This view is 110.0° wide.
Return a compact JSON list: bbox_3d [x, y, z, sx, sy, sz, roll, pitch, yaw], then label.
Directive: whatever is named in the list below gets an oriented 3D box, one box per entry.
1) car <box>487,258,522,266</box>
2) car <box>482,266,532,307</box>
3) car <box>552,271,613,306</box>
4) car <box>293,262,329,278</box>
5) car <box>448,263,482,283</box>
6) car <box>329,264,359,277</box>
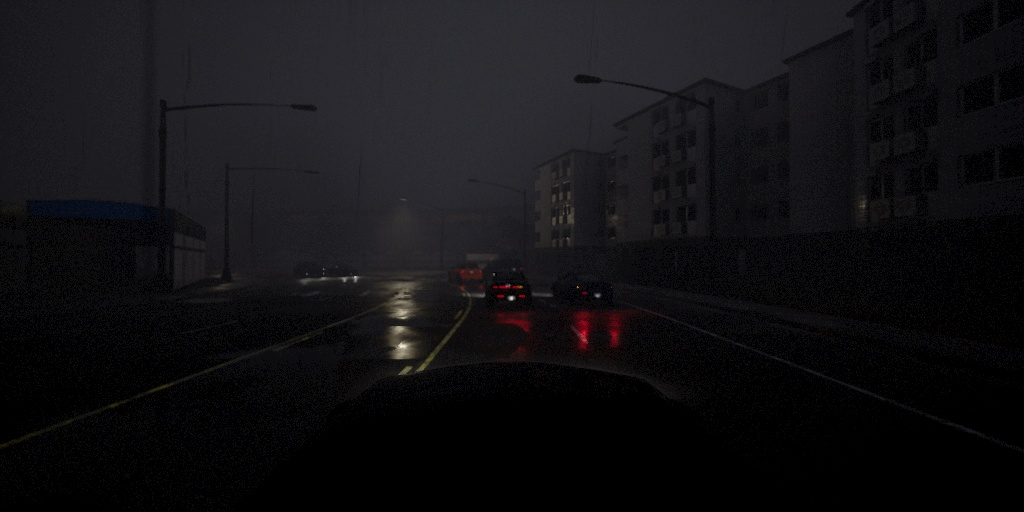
[{"bbox_3d":[-0.865,1.238,32.386,2.150,2.045,5.566,0,0,-23],"label":"car"},{"bbox_3d":[-0.275,1.387,16.310,1.837,1.490,4.892,0,0,-6],"label":"car"},{"bbox_3d":[3.197,1.409,16.723,1.812,1.442,4.674,0,0,-6],"label":"car"},{"bbox_3d":[-22.191,1.430,39.201,4.553,1.767,2.097,0,0,44],"label":"car"},{"bbox_3d":[-4.117,1.359,31.073,2.097,1.767,4.553,0,-1,-23],"label":"car"},{"bbox_3d":[-19.849,1.651,41.817,5.357,1.411,2.033,-1,-1,43],"label":"car"}]
